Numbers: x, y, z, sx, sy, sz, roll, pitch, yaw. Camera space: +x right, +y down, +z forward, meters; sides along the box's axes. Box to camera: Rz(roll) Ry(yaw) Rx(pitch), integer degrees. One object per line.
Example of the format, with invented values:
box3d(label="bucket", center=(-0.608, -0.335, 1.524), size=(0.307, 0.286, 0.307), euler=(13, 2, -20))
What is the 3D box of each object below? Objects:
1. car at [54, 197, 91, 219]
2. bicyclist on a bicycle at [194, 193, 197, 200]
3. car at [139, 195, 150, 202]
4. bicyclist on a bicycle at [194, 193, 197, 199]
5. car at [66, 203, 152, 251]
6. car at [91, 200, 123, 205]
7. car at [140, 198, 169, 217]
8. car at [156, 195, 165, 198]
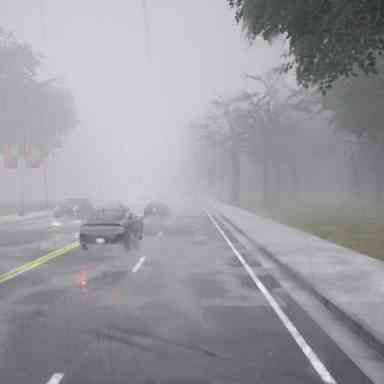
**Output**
box3d(label="car", center=(-9.848, 1.264, 28.005), size=(2.097, 1.767, 4.553), euler=(0, 0, 0))
box3d(label="bicyclist on a bicycle", center=(0.895, 1.136, 88.002), size=(0.659, 1.776, 1.843), euler=(0, 0, 0))
box3d(label="car", center=(-9.749, 1.339, 68.589), size=(1.994, 1.385, 4.181), euler=(0, 0, 0))
box3d(label="bicyclist on a bicycle", center=(0.895, 1.155, 79.001), size=(0.659, 1.776, 1.843), euler=(0, 0, 0))
box3d(label="car", center=(-3.153, 1.448, 13.850), size=(2.128, 1.511, 4.902), euler=(0, 0, 0))
box3d(label="car", center=(-6.592, 1.438, 27.758), size=(1.812, 1.442, 4.674), euler=(0, 0, 0))
box3d(label="car", center=(-3.152, 1.470, 29.928), size=(1.994, 1.385, 4.181), euler=(0, 0, 0))
box3d(label="car", center=(-6.499, 1.312, 68.590), size=(2.128, 1.511, 4.902), euler=(0, 0, 0))
